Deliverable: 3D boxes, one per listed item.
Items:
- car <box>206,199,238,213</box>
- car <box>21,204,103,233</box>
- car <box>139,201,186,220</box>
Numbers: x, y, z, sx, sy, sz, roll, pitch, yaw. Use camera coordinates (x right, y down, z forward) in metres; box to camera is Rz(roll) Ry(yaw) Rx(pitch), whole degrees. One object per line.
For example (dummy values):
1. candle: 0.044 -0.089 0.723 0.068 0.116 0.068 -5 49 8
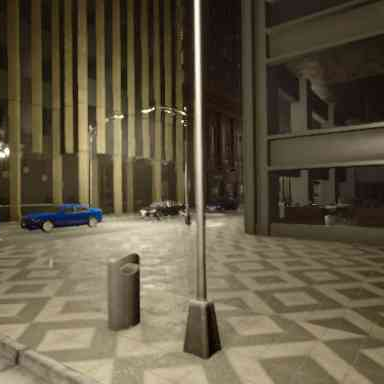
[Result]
1. car: 3.389 1.498 36.527 1.812 1.442 4.674 -1 0 35
2. car: -7.908 1.531 20.607 1.882 1.535 5.008 -1 0 37
3. car: -2.427 1.504 28.325 2.128 1.511 4.902 -1 0 35
